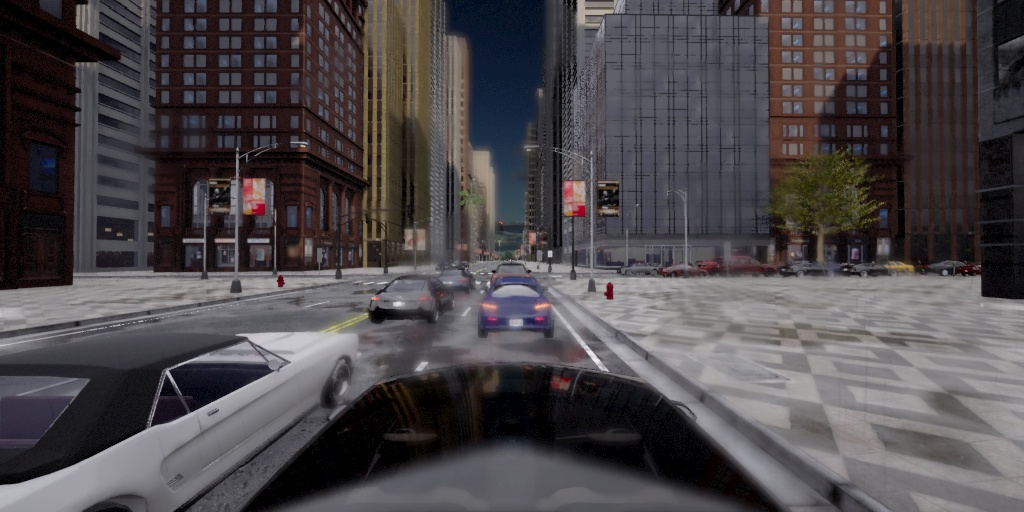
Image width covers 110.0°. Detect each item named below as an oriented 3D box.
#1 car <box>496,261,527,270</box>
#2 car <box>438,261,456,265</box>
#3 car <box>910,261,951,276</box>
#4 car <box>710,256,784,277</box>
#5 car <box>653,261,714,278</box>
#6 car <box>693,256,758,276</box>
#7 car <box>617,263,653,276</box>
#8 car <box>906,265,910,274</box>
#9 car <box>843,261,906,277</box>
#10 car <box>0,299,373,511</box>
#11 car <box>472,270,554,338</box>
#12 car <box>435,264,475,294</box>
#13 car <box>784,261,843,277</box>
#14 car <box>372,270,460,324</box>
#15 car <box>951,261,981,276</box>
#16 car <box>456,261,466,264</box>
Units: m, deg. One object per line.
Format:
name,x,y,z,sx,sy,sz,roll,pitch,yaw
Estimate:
car,-0.025,1.134,19.048,2.097,1.767,4.553,0,0,0
car,-9.914,1.542,52.783,1.994,1.385,4.181,0,0,0
car,42.752,1.204,35.190,4.892,1.490,1.837,0,-1,-1
car,20.912,1.039,32.194,5.009,1.841,2.192,0,0,-1
car,15.273,1.325,32.099,4.207,1.307,1.802,0,0,-1
car,22.536,1.009,38.001,5.566,2.045,2.150,0,-1,-1
car,13.233,1.383,37.841,4.181,1.385,1.994,0,-1,-1
car,43.153,1.293,41.097,4.829,1.417,1.751,0,0,-1
car,32.186,1.258,32.385,4.313,1.339,1.948,0,0,-1
car,-3.156,1.351,3.228,1.895,1.301,4.718,0,0,0
car,0.093,1.284,10.062,1.812,1.442,4.674,0,0,0
car,-3.177,1.352,20.439,1.994,1.385,4.181,0,0,0
car,26.549,1.274,32.290,4.313,1.339,1.948,0,0,-1
car,-3.166,1.326,12.051,1.994,1.385,4.181,0,0,0
car,43.462,1.212,32.577,4.507,1.381,1.888,0,0,-1
car,-9.905,1.542,63.068,2.128,1.511,4.902,0,0,0
